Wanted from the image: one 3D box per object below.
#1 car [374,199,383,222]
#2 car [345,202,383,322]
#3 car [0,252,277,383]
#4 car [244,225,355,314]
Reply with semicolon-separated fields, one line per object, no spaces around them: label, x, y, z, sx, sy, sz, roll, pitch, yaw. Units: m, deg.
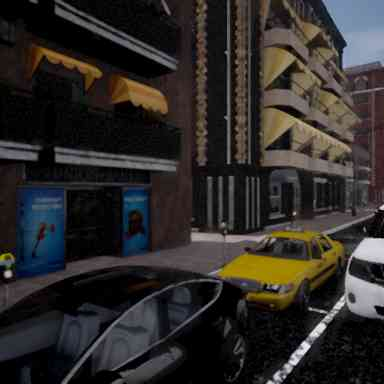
car;15.692;1.419;26.133;1.967;1.590;4.097;0;0;36
car;4.741;1.214;6.709;2.150;2.045;5.566;0;0;36
car;-0.942;1.565;3.308;1.947;1.339;4.313;0;0;36
car;2.285;1.520;7.736;1.752;1.417;4.829;0;0;36
